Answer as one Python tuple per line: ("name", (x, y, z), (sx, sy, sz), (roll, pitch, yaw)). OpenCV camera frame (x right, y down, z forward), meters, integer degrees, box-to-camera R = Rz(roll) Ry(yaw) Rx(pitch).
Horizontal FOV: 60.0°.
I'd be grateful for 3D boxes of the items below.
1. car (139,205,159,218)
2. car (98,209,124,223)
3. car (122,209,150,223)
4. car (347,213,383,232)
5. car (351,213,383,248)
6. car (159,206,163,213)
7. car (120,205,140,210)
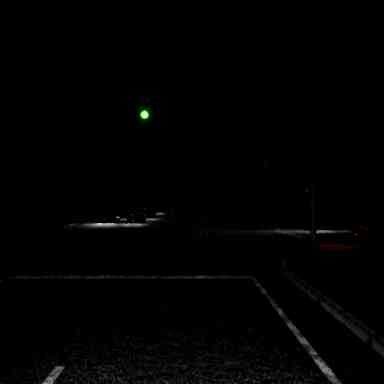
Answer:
("car", (-7.056, 3.424, 54.724), (1.882, 1.535, 5.008), (0, -1, 0))
("car", (-10.572, 3.236, 42.726), (1.994, 1.385, 4.181), (0, -2, 0))
("car", (-7.075, 3.221, 42.771), (2.033, 1.411, 5.357), (0, -2, 0))
("car", (15.927, 2.529, 27.880), (4.902, 1.511, 2.128), (0, -3, -2))
("car", (10.879, 2.020, 17.146), (5.008, 1.535, 1.882), (0, -3, -1))
("car", (-6.971, 3.523, 68.826), (2.033, 1.411, 5.357), (0, 0, 0))
("car", (-10.551, 3.173, 55.333), (2.150, 2.045, 5.566), (0, 0, 0))
